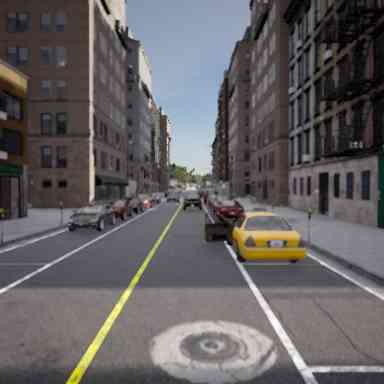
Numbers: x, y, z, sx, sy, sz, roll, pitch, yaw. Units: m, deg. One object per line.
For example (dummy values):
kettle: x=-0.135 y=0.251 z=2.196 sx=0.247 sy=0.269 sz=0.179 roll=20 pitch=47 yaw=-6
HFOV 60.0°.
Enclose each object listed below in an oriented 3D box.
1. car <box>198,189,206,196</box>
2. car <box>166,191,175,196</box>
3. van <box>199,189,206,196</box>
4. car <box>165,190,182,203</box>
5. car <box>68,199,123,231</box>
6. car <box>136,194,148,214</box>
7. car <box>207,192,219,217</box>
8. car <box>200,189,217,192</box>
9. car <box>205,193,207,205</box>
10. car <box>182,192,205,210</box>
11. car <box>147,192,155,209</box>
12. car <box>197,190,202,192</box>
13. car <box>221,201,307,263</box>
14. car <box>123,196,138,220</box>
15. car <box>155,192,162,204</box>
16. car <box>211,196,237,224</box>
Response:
car: x=2.721 y=0.057 z=90.251 sx=2.192 sy=1.841 sz=5.009 roll=0 pitch=1 yaw=0
car: x=-5.384 y=0.384 z=84.753 sx=1.947 sy=1.339 sz=4.313 roll=0 pitch=1 yaw=0
van: x=2.724 y=0.160 z=84.748 sx=1.690 sy=1.788 sz=3.998 roll=0 pitch=1 yaw=0
car: x=-2.741 y=0.865 z=49.065 sx=2.033 sy=1.411 sz=5.357 roll=0 pitch=1 yaw=0
car: x=-5.381 y=1.296 z=18.285 sx=2.008 sy=1.369 sz=4.403 roll=0 pitch=1 yaw=0
car: x=-5.377 y=1.154 z=29.649 sx=1.947 sy=1.339 sz=4.313 roll=0 pitch=1 yaw=0
car: x=2.648 y=1.028 z=29.645 sx=1.967 sy=1.590 sz=4.097 roll=0 pitch=1 yaw=0
car: x=2.655 y=0.666 z=46.688 sx=2.192 sy=1.841 sz=5.009 roll=0 pitch=1 yaw=0
car: x=2.650 y=1.054 z=35.328 sx=1.887 sy=1.381 sz=4.507 roll=0 pitch=1 yaw=0
car: x=0.063 y=1.027 z=34.332 sx=1.837 sy=1.490 sz=4.892 roll=0 pitch=1 yaw=0
car: x=-5.375 y=0.949 z=35.329 sx=1.967 sy=1.590 sz=4.097 roll=0 pitch=1 yaw=0
car: x=0.078 y=0.855 z=46.586 sx=1.837 sy=1.490 sz=4.892 roll=0 pitch=0 yaw=1
car: x=2.230 y=1.299 z=11.294 sx=1.801 sy=1.575 sz=5.366 roll=0 pitch=1 yaw=0
car: x=-5.379 y=1.211 z=23.967 sx=1.887 sy=1.381 sz=4.507 roll=0 pitch=1 yaw=0
car: x=-5.370 y=0.791 z=46.692 sx=1.967 sy=1.590 sz=4.097 roll=0 pitch=1 yaw=0
car: x=2.646 y=1.211 z=23.964 sx=1.887 sy=1.381 sz=4.507 roll=0 pitch=1 yaw=0
